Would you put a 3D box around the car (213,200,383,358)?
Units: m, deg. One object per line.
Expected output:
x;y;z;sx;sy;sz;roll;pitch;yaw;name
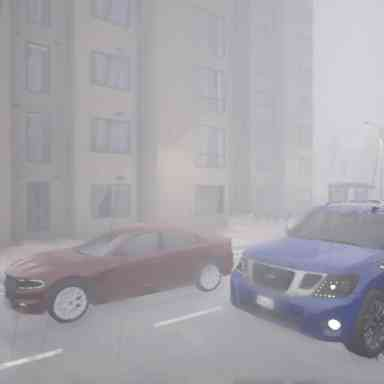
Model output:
3.294;1.203;6.342;5.566;2.045;2.150;0;0;-35;car

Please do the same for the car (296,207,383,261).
6.473;1.454;12.897;4.902;1.511;2.128;0;0;-35;car

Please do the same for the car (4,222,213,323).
-1.295;1.468;7.368;5.008;1.535;1.882;0;0;-36;car
